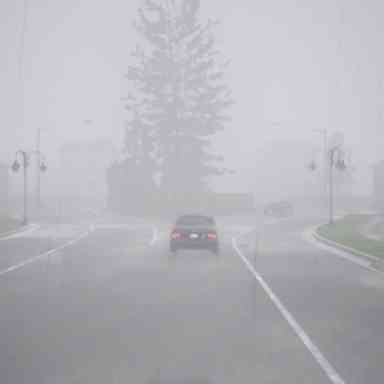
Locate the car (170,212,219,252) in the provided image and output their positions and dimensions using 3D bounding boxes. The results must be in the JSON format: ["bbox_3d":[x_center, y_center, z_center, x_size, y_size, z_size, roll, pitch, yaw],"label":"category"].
[{"bbox_3d":[0.160,1.533,13.738,2.033,1.411,5.357,0,0,2],"label":"car"}]

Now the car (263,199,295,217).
[{"bbox_3d":[8.330,1.471,31.630,1.837,1.490,4.892,0,0,33],"label":"car"}]
